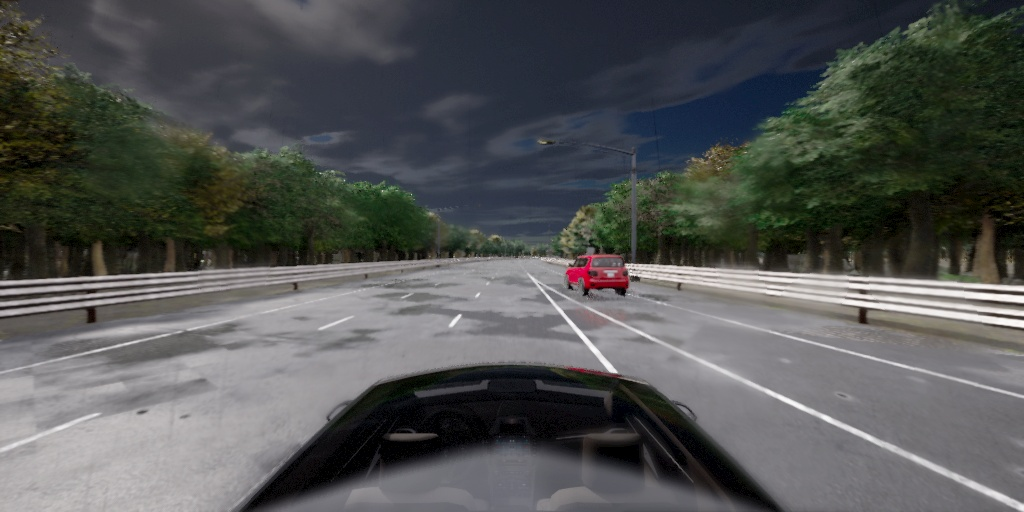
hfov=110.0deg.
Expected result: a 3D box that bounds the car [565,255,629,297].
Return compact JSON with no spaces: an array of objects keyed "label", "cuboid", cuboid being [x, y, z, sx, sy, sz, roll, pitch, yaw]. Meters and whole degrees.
[{"label":"car","cuboid":[4.371,0.968,19.179,2.150,2.045,5.566,0,0,-4]}]
